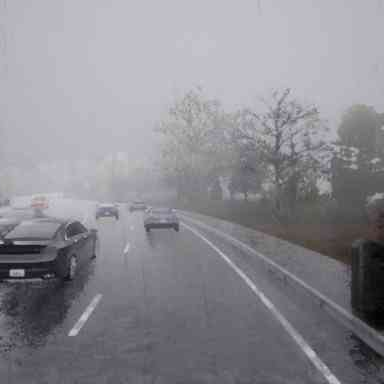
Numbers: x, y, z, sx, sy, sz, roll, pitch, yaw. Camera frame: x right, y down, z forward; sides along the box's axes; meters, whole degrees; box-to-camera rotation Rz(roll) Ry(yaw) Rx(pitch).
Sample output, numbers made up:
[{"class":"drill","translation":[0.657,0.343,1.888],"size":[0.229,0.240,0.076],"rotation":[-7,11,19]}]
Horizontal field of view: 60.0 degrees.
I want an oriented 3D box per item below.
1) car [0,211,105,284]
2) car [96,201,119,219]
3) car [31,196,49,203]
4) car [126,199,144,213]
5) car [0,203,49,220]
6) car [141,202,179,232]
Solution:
[{"class":"car","translation":[-4.000,1.515,9.668],"size":[1.837,1.490,4.892],"rotation":[0,0,-4]},{"class":"car","translation":[-7.274,1.539,28.561],"size":[1.812,1.442,4.674],"rotation":[0,0,-14]},{"class":"car","translation":[-20.064,1.376,44.023],"size":[2.097,1.767,4.553],"rotation":[0,0,-23]},{"class":"car","translation":[-6.336,1.505,37.598],"size":[2.128,1.511,4.902],"rotation":[0,0,-18]},{"class":"car","translation":[-8.662,1.545,17.152],"size":[1.812,1.442,4.674],"rotation":[0,0,-10]},{"class":"car","translation":[-1.959,1.568,20.506],"size":[1.994,1.385,4.181],"rotation":[0,0,-10]}]
